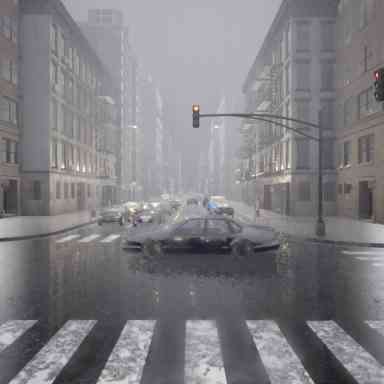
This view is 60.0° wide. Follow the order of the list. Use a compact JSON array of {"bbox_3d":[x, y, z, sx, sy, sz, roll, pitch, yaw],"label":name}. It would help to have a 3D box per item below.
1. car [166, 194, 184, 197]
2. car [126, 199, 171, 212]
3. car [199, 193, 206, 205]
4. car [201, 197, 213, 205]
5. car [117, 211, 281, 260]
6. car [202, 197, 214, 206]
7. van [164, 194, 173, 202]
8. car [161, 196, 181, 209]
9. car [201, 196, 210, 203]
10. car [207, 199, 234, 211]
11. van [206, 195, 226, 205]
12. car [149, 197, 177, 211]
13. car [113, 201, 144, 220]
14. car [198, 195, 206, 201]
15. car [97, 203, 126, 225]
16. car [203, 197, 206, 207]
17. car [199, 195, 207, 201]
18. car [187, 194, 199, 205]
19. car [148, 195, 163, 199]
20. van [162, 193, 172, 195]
[{"bbox_3d":[-2.793,1.474,53.024,1.882,1.535,5.008,0,0,1],"label":"car"},{"bbox_3d":[-2.847,1.490,22.872,2.128,1.511,4.902,0,0,0],"label":"car"},{"bbox_3d":[2.649,1.311,50.535,2.192,1.841,5.009,0,0,0],"label":"car"},{"bbox_3d":[2.652,1.546,61.348,2.008,1.369,4.403,0,0,0],"label":"car"},{"bbox_3d":[0.323,1.549,11.837,5.357,1.411,2.033,0,0,0],"label":"car"},{"bbox_3d":[2.650,1.562,55.942,1.947,1.339,4.313,0,0,0],"label":"car"},{"bbox_3d":[-5.434,1.336,77.566,1.690,1.788,3.998,0,0,0],"label":"van"},{"bbox_3d":[-2.832,1.560,42.769,1.994,1.385,4.181,0,0,1],"label":"car"},{"bbox_3d":[2.654,1.521,66.923,1.752,1.417,4.829,0,0,0],"label":"car"},{"bbox_3d":[2.641,1.548,28.910,2.008,1.369,4.403,0,0,0],"label":"car"},{"bbox_3d":[2.643,1.338,34.317,1.690,1.788,3.998,0,0,0],"label":"van"},{"bbox_3d":[-2.843,1.544,32.755,2.033,1.411,5.357,0,0,0],"label":"car"},{"bbox_3d":[-5.393,1.523,28.740,1.752,1.417,4.829,0,0,0],"label":"car"},{"bbox_3d":[2.661,1.560,88.379,1.947,1.339,4.313,0,0,0],"label":"car"},{"bbox_3d":[-5.389,1.549,23.504,2.008,1.369,4.403,0,0,0],"label":"car"},{"bbox_3d":[2.645,1.578,39.723,1.802,1.307,4.206,0,0,0],"label":"car"},{"bbox_3d":[2.660,1.539,82.973,1.887,1.381,4.507,0,0,0],"label":"car"},{"bbox_3d":[0.103,1.501,57.073,1.837,1.490,4.892,0,0,0],"label":"car"},{"bbox_3d":[-5.407,1.436,45.129,1.967,1.590,4.097,0,0,0],"label":"car"},{"bbox_3d":[-5.425,1.337,66.753,1.690,1.788,3.998,0,0,0],"label":"van"}]
